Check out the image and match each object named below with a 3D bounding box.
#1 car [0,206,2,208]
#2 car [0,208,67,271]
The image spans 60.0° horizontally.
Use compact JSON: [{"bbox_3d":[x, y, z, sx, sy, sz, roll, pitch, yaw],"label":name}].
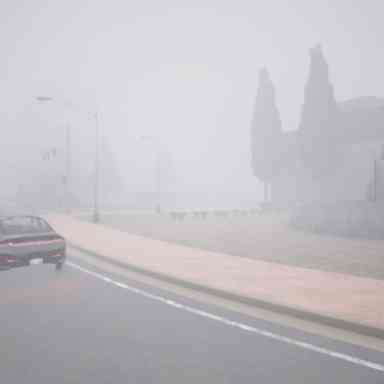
[{"bbox_3d":[-11.632,1.383,18.753,2.128,1.511,4.902,0,0,-34],"label":"car"},{"bbox_3d":[-5.281,1.439,9.872,2.128,1.511,4.902,0,0,-39],"label":"car"}]
